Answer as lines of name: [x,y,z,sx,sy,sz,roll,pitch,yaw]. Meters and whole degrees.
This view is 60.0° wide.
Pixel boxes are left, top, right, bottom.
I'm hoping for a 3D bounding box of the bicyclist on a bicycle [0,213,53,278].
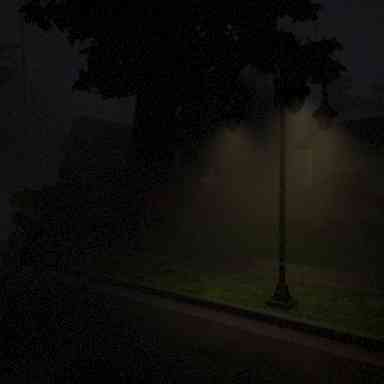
bicyclist on a bicycle: [-4.436,1.368,8.802,0.582,1.620,1.656,0,2,36]
